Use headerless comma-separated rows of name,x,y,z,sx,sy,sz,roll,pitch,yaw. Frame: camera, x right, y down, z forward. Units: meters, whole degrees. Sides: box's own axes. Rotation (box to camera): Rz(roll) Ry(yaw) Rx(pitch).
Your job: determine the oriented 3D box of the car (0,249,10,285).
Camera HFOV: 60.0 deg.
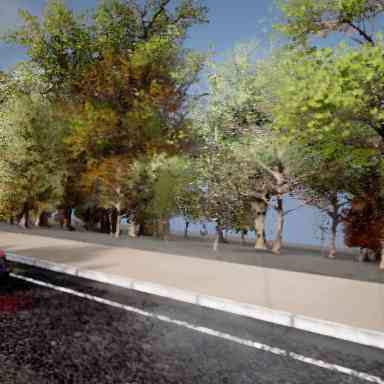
car,-6.318,1.561,8.138,4.181,1.385,1.994,0,0,35
